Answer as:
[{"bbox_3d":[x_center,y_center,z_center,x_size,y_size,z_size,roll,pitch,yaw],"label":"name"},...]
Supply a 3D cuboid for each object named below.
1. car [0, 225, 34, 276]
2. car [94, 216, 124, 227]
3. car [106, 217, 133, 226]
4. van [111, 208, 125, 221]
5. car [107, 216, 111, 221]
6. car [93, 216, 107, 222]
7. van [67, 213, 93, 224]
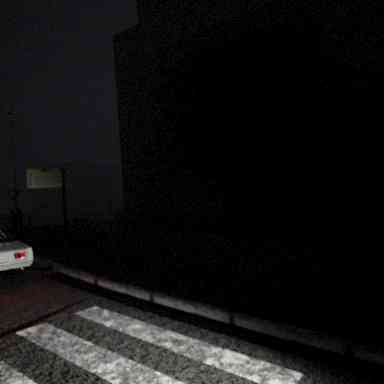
[{"bbox_3d":[-6.102,1.483,8.942,4.718,1.301,1.895,2,2,44],"label":"car"},{"bbox_3d":[-15.431,5.482,61.911,5.366,1.575,1.946,-6,-7,24],"label":"car"},{"bbox_3d":[-14.058,5.727,64.339,4.792,1.488,2.163,-6,-7,24],"label":"car"},{"bbox_3d":[-8.649,3.168,46.762,4.442,1.987,1.878,-6,-7,24],"label":"van"},{"bbox_3d":[-16.472,5.095,59.200,4.553,1.767,2.185,-6,-7,24],"label":"car"},{"bbox_3d":[-17.675,4.995,56.682,5.008,1.535,2.097,-6,-7,24],"label":"car"},{"bbox_3d":[-18.958,4.572,54.245,4.442,1.987,1.878,-6,-7,24],"label":"van"}]
